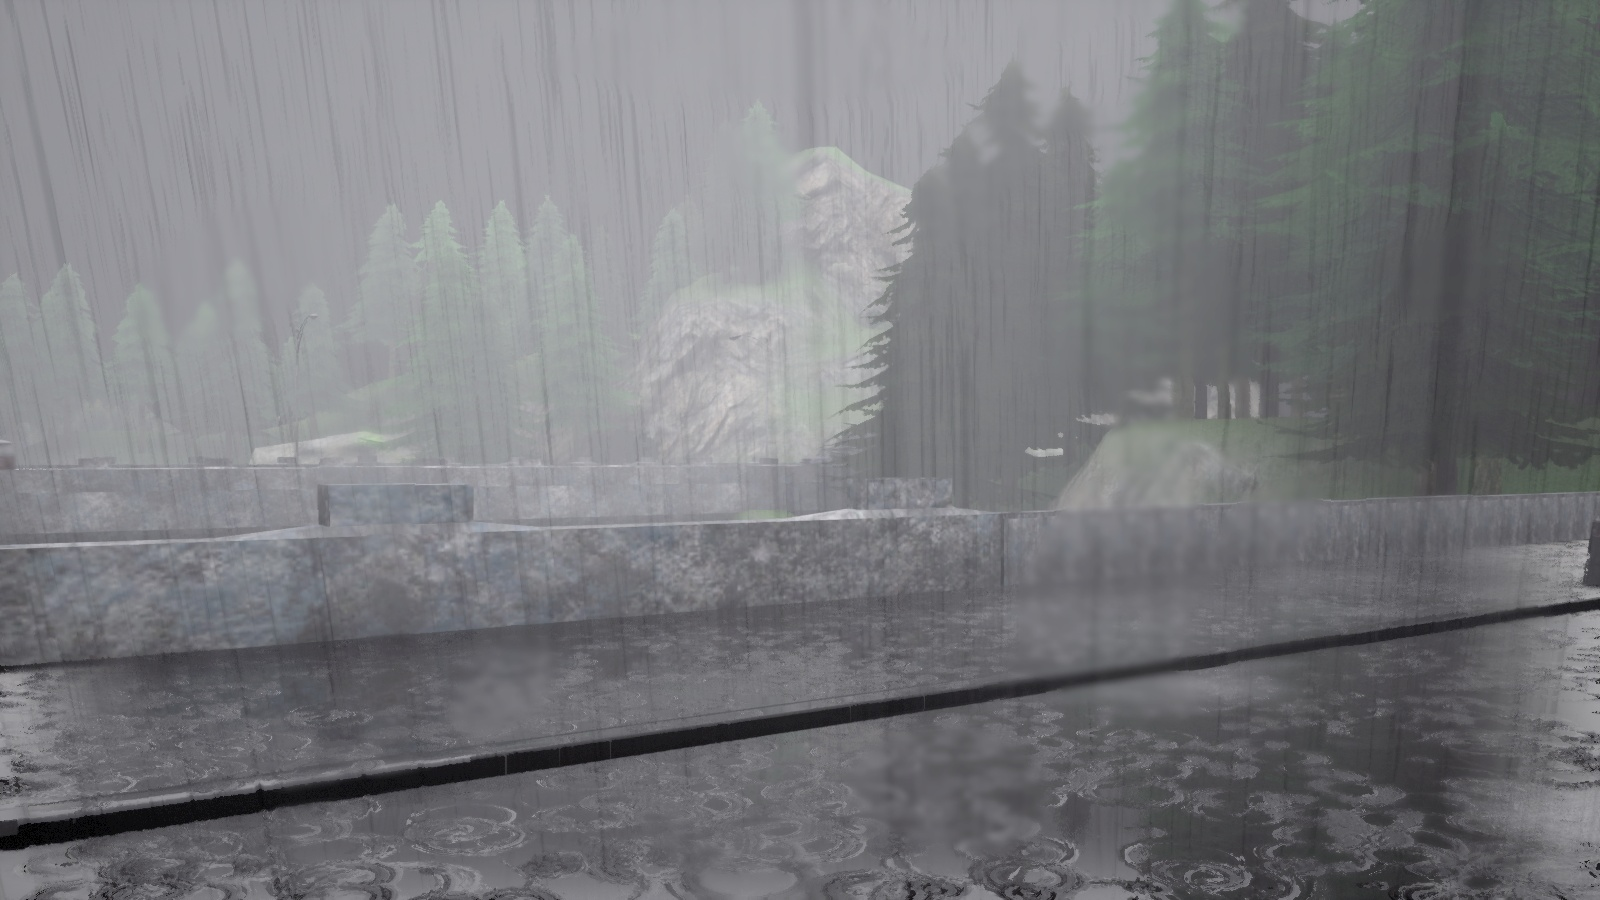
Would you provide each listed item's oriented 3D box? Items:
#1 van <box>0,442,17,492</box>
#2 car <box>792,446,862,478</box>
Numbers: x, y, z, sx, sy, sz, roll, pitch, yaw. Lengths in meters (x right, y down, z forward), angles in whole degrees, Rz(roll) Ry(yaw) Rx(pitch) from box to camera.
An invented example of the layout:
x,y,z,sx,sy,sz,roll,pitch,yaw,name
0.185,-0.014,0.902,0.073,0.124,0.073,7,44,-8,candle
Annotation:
x,y,z,sx,sy,sz,roll,pitch,yaw,name
-34.189,0.694,50.545,4.442,1.987,1.775,0,0,-35,van
1.632,0.722,75.528,3.866,1.878,1.905,0,0,-35,car
